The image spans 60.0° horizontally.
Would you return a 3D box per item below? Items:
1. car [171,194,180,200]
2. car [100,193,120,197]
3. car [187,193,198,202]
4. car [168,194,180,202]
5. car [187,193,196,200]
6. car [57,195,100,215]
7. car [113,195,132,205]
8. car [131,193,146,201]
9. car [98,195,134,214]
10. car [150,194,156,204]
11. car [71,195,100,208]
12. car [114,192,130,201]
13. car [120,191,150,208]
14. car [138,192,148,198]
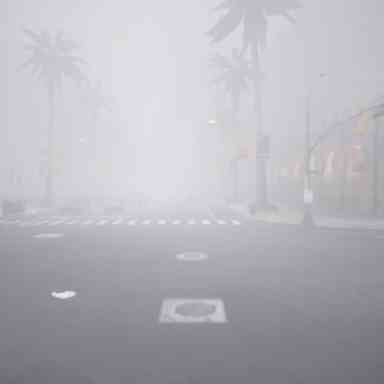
[{"bbox_3d":[-3.556,1.027,72.267,1.895,1.301,4.718,0,0,-1],"label":"car"},{"bbox_3d":[-10.562,1.192,40.280,1.837,1.490,4.892,0,0,0],"label":"car"},{"bbox_3d":[0.051,1.069,61.806,2.033,1.411,5.357,0,0,-1],"label":"car"},{"bbox_3d":[-3.449,1.069,61.827,2.033,1.411,5.357,0,0,-1],"label":"car"},{"bbox_3d":[-0.056,0.932,72.272,1.837,1.490,4.892,0,0,-1],"label":"car"},{"bbox_3d":[-10.578,1.308,30.816,2.033,1.411,5.357,0,0,0],"label":"car"},{"bbox_3d":[-10.487,1.209,50.572,1.895,1.301,4.718,0,0,1],"label":"car"},{"bbox_3d":[-10.487,0.981,65.453,2.128,1.511,4.902,0,0,-1],"label":"car"},{"bbox_3d":[-7.103,1.301,31.731,2.033,1.411,5.357,0,0,-4],"label":"car"},{"bbox_3d":[-6.967,1.077,53.622,2.128,1.511,4.902,0,0,0],"label":"car"},{"bbox_3d":[-13.664,1.180,42.927,2.161,1.482,4.786,0,0,-1],"label":"car"},{"bbox_3d":[-13.579,0.852,64.856,2.185,1.767,4.553,0,0,-1],"label":"car"},{"bbox_3d":[-7.052,0.897,41.783,2.150,2.045,5.566,0,0,0],"label":"car"},{"bbox_3d":[-13.867,0.751,94.230,2.231,1.521,4.892,0,0,-1],"label":"car"}]
